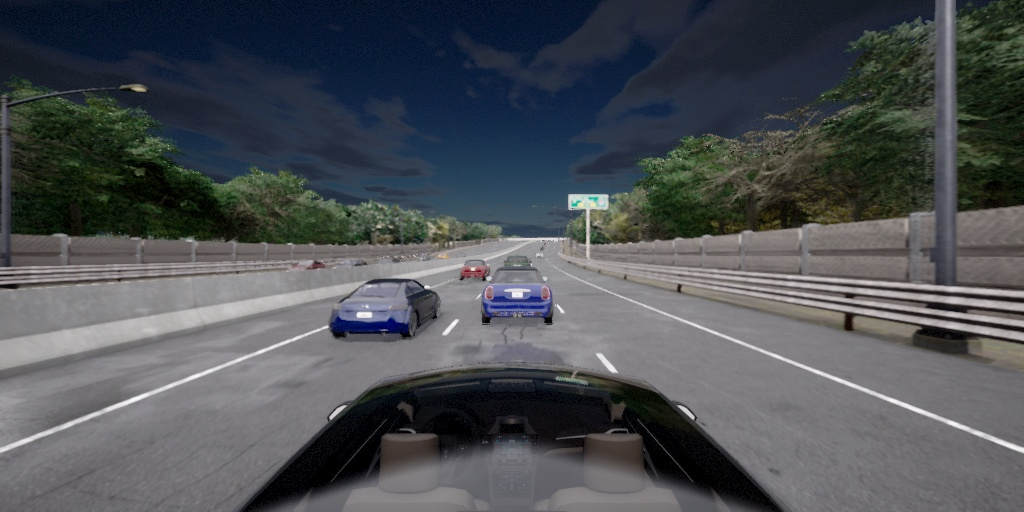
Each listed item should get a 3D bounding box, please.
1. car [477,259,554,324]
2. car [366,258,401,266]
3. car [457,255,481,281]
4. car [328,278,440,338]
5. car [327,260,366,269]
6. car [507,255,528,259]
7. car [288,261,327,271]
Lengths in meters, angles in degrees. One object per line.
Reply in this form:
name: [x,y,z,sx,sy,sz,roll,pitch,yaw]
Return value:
car: [0.167,1.102,12.129,2.097,1.767,4.553,0,0,0]
car: [-13.470,0.999,38.705,2.097,1.767,4.553,0,1,2]
car: [-3.016,1.070,30.290,2.097,1.767,4.553,0,0,1]
car: [-3.349,1.312,10.190,1.994,1.385,4.181,0,0,0]
car: [-16.998,1.145,37.979,2.128,1.511,4.902,0,0,2]
car: [0.469,0.944,29.859,2.150,2.045,5.566,0,0,1]
car: [-20.549,1.190,36.354,1.812,1.442,4.674,0,0,2]
